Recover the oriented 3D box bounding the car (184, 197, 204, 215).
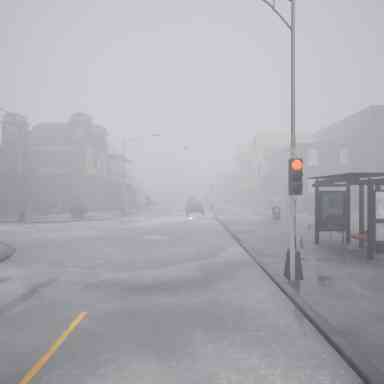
[{"bbox_3d":[0.225,1.547,34.057,2.033,1.411,5.357,0,0,-2],"label":"car"}]
